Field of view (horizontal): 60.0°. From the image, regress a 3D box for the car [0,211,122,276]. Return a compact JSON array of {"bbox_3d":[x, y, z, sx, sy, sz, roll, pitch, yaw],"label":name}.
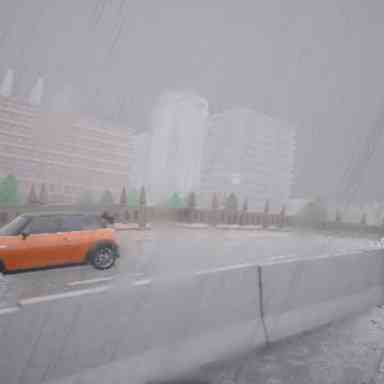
[{"bbox_3d":[-4.411,1.361,9.443,4.553,1.767,2.097,1,0,-35],"label":"car"}]
